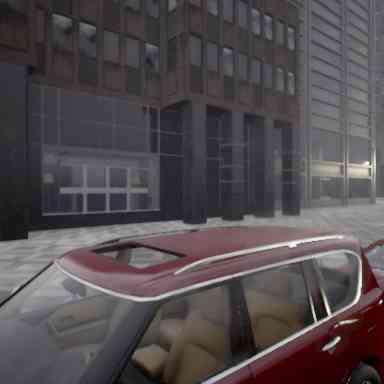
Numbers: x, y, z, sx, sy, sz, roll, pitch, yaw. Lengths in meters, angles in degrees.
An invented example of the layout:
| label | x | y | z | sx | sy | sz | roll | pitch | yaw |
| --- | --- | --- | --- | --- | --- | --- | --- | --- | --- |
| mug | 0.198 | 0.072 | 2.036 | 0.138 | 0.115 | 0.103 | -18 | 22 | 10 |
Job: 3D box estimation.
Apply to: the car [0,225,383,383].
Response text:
| label | x | y | z | sx | sy | sz | roll | pitch | yaw |
| --- | --- | --- | --- | --- | --- | --- | --- | --- | --- |
| car | -0.273 | 1.311 | 2.557 | 5.009 | 1.841 | 2.192 | 0 | 0 | -39 |
